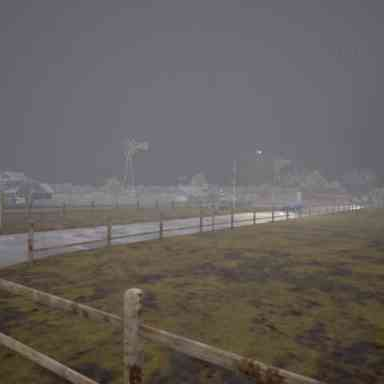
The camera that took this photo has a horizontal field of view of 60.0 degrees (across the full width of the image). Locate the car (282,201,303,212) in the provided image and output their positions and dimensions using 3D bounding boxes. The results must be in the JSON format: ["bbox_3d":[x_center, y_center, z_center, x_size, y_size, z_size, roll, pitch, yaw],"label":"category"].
[{"bbox_3d":[14.945,2.124,49.233,1.882,1.535,5.008,1,0,36],"label":"car"}]
